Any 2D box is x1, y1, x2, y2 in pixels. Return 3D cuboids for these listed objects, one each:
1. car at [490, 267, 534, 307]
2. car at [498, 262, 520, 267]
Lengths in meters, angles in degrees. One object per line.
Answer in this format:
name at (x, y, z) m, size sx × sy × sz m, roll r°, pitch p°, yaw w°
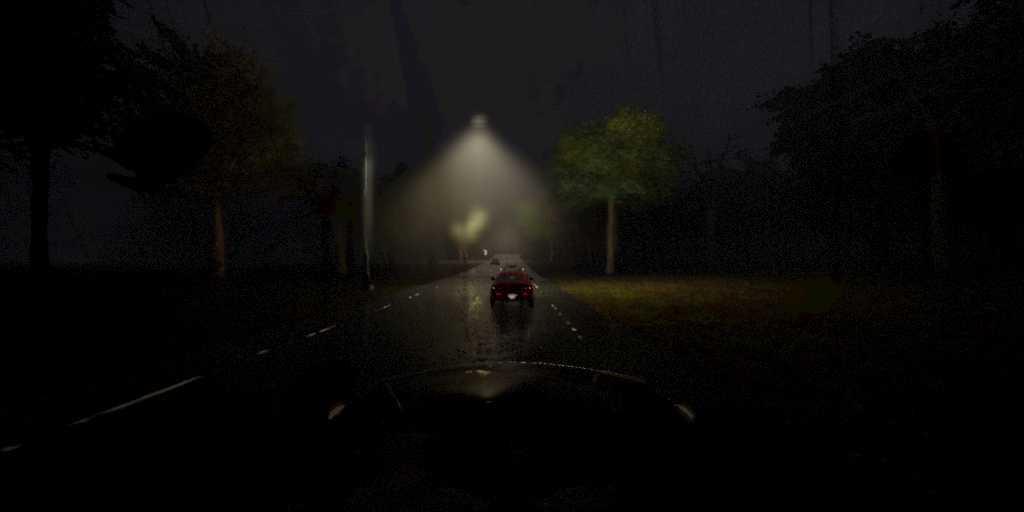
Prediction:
car at (0.004, 1.396, 16.245) m, size 1.812 × 1.442 × 4.674 m, roll 0°, pitch 0°, yaw 0°
car at (0.001, 1.494, 31.147) m, size 1.837 × 1.490 × 4.892 m, roll 0°, pitch 0°, yaw 0°
